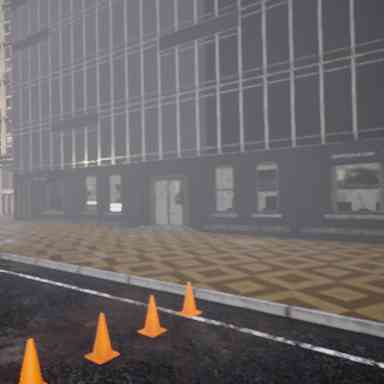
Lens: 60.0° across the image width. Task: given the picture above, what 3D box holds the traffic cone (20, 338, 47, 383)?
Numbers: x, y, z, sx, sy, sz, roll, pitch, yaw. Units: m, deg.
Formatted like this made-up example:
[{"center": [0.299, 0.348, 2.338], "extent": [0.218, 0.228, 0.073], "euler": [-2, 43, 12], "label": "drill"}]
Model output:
[{"center": [-1.840, 1.972, 3.796], "extent": [0.340, 0.580, 0.340], "euler": [0, 0, 36], "label": "traffic cone"}]

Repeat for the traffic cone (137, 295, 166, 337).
[{"center": [-0.652, 1.970, 5.405], "extent": [0.340, 0.580, 0.340], "euler": [0, 0, 36], "label": "traffic cone"}]

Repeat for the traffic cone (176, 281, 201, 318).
[{"center": [-0.058, 1.968, 6.209], "extent": [0.340, 0.580, 0.340], "euler": [0, 0, 36], "label": "traffic cone"}]

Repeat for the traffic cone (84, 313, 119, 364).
[{"center": [-1.246, 1.971, 4.601], "extent": [0.340, 0.580, 0.340], "euler": [0, 0, 36], "label": "traffic cone"}]
